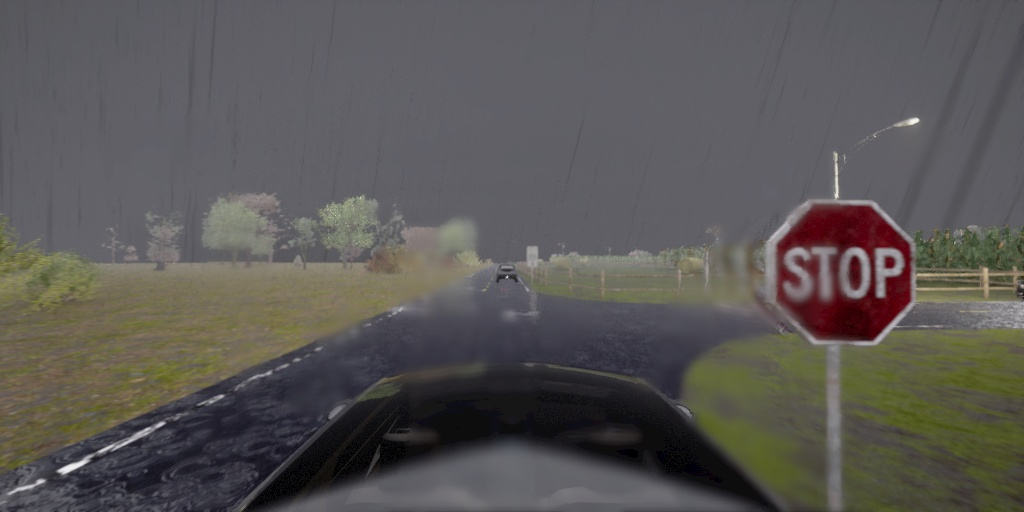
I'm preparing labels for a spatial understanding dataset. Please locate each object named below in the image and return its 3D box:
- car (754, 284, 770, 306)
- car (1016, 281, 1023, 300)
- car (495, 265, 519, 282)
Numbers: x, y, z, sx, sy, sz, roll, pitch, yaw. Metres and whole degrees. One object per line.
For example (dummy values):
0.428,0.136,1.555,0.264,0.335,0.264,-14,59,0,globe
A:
12.167,1.318,14.152,4.674,1.442,1.812,0,-1,-1,car
23.524,1.213,14.453,4.902,1.511,2.128,0,-1,-2,car
-0.470,1.546,32.723,1.837,1.490,4.892,0,-1,-1,car
